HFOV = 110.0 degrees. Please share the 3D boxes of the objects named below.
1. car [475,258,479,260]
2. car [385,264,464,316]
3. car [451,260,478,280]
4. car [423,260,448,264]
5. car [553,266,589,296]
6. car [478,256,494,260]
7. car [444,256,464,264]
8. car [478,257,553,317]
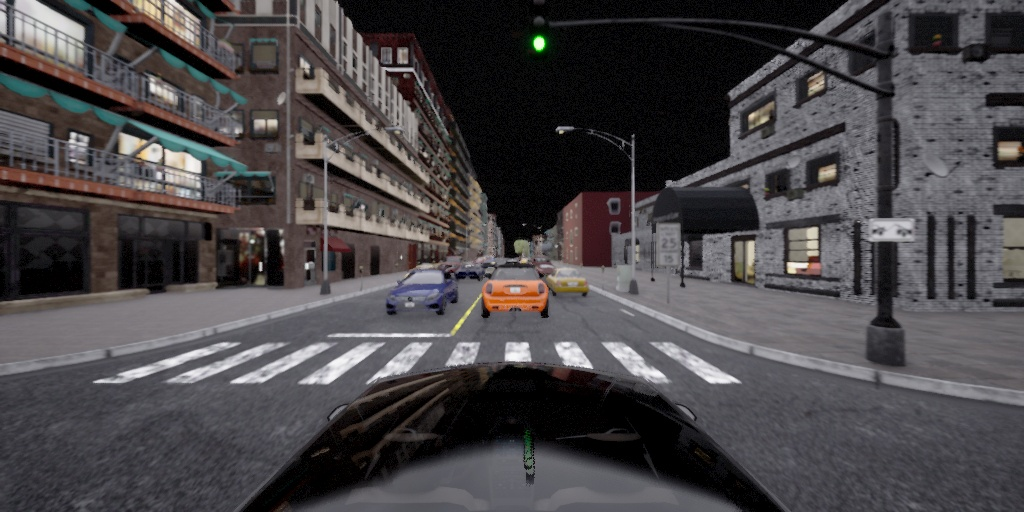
[{"bbox_3d":[-5.676,1.055,62.333,1.888,1.381,4.507,0,0,0],"label":"car"},{"bbox_3d":[-3.102,1.214,13.250,1.812,1.442,4.674,0,1,0],"label":"car"},{"bbox_3d":[-3.092,1.232,26.998,1.895,1.301,4.718,0,0,0],"label":"car"},{"bbox_3d":[-5.686,1.174,23.388,1.751,1.417,4.829,0,0,0],"label":"car"},{"bbox_3d":[2.694,1.186,18.188,1.751,1.417,4.829,0,0,0],"label":"car"},{"bbox_3d":[-2.993,1.097,48.670,2.033,1.411,5.357,0,0,0],"label":"car"},{"bbox_3d":[-5.683,0.919,34.637,2.192,1.841,5.009,0,0,0],"label":"car"},{"bbox_3d":[0.102,1.037,12.917,2.097,1.767,4.553,0,0,0],"label":"car"}]
